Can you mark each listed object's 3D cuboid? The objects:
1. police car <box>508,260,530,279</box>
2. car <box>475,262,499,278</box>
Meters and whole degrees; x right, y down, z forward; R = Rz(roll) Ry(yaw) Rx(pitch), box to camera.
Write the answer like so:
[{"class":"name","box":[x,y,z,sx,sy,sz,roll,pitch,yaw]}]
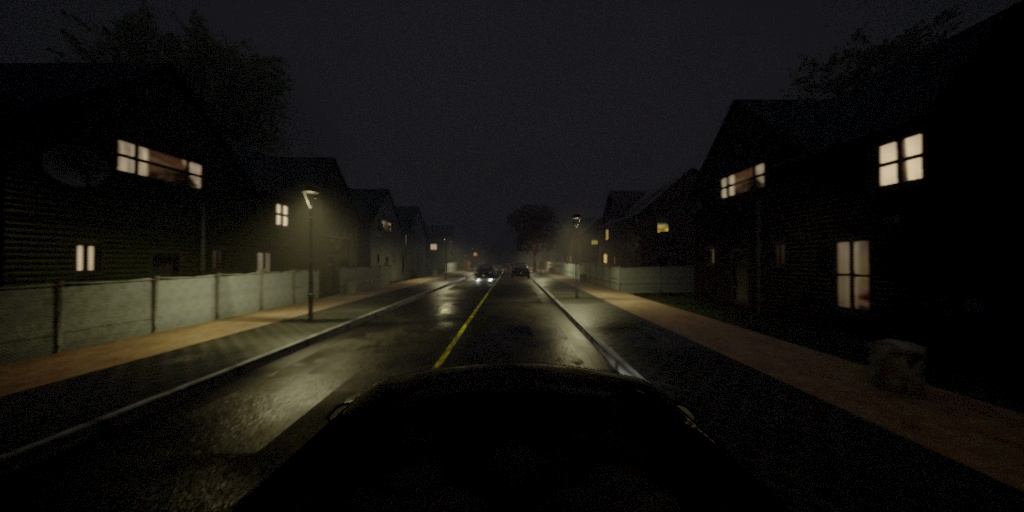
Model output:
[{"class":"police car","box":[0.832,1.447,36.510,1.930,1.638,5.238,0,-1,0]},{"class":"car","box":[-2.836,1.589,38.509,2.033,1.411,5.357,0,-1,0]}]
